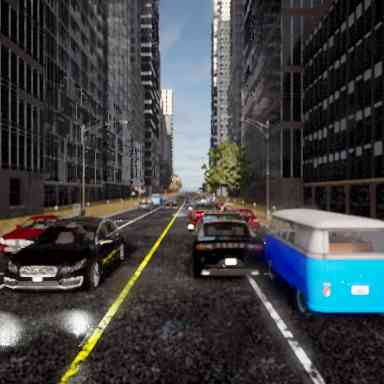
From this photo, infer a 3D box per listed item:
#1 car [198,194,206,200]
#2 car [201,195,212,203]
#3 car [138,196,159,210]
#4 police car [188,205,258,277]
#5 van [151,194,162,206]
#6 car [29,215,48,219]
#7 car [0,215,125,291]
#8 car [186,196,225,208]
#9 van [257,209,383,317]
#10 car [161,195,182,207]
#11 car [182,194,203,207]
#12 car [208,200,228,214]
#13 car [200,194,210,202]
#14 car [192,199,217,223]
[{"bbox_3d":[2.744,1.343,92.559,1.887,1.381,4.507,0,0,0],"label":"car"},{"bbox_3d":[2.728,1.327,64.097,1.967,1.590,4.097,0,0,0],"label":"car"},{"bbox_3d":[-5.666,1.494,41.335,2.008,1.369,4.403,0,0,0],"label":"car"},{"bbox_3d":[0.907,1.411,10.303,1.930,1.638,5.238,0,0,0],"label":"police car"},{"bbox_3d":[-5.659,1.260,52.720,1.690,1.788,3.998,0,0,0],"label":"van"},{"bbox_3d":[-5.682,1.565,12.872,1.802,1.307,4.206,0,0,0],"label":"car"},{"bbox_3d":[-3.094,1.493,9.089,1.837,1.490,4.892,0,0,0],"label":"car"},{"bbox_3d":[0.862,1.325,20.155,2.097,1.767,4.553,0,0,-1],"label":"car"},{"bbox_3d":[2.695,1.331,7.173,1.690,1.788,3.998,0,0,0],"label":"van"},{"bbox_3d":[-3.066,1.471,50.721,2.033,1.411,5.357,0,0,0],"label":"car"},{"bbox_3d":[0.035,1.424,46.998,2.128,1.511,4.902,0,0,0],"label":"car"},{"bbox_3d":[2.711,1.535,35.635,1.802,1.307,4.206,0,0,0],"label":"car"},{"bbox_3d":[2.731,1.311,69.789,1.967,1.590,4.097,0,0,0],"label":"car"},{"bbox_3d":[0.916,1.420,26.383,1.801,1.575,5.366,0,0,0],"label":"car"}]
